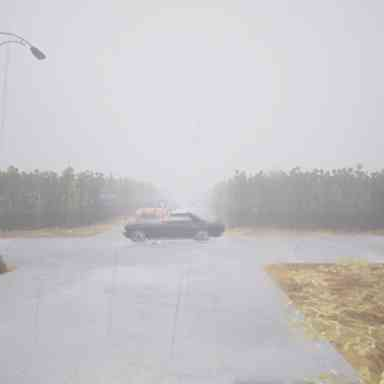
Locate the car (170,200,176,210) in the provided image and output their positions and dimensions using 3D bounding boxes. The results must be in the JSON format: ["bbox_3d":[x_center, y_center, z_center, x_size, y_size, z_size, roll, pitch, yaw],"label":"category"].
[{"bbox_3d":[-3.131,1.553,35.207,2.097,1.767,4.553,0,0,0],"label":"car"}]

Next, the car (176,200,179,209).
[{"bbox_3d":[-3.106,1.819,44.239,1.994,1.385,4.181,0,-1,0],"label":"car"}]

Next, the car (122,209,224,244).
[{"bbox_3d":[-0.883,1.691,15.940,4.718,1.301,1.895,-1,0,0],"label":"car"}]

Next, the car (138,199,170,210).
[{"bbox_3d":[-3.149,1.515,26.437,2.097,1.767,4.553,0,-1,0],"label":"car"}]

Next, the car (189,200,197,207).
[{"bbox_3d":[0.228,2.357,69.446,2.033,1.411,5.357,0,-1,0],"label":"car"}]
